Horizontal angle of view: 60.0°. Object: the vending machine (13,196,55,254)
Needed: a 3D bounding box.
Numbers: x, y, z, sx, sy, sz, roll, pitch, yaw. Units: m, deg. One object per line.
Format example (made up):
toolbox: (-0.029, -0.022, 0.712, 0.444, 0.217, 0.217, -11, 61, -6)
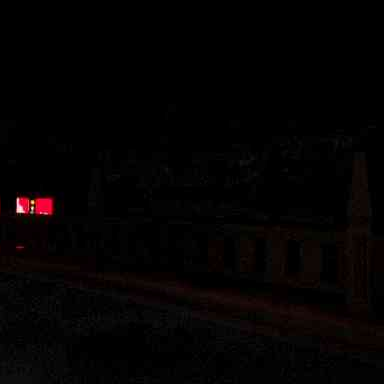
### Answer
vending machine: (-6.039, 1.193, 12.755, 0.880, 2.100, 1.100, 0, 0, 29)
